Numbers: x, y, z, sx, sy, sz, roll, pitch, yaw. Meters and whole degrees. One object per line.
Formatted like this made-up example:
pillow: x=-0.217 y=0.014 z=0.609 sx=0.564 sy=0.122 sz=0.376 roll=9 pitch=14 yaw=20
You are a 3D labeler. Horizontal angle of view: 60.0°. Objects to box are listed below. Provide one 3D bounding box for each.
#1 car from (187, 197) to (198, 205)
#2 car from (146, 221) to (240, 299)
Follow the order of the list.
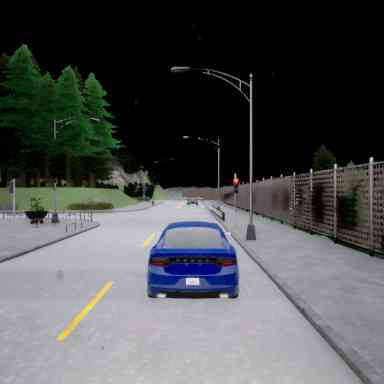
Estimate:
car: x=0.100 y=1.547 z=59.137 sx=2.033 sy=1.411 sz=5.357 roll=0 pitch=0 yaw=0
car: x=0.034 y=1.478 z=8.519 sx=1.882 sy=1.535 sz=5.008 roll=0 pitch=0 yaw=0
